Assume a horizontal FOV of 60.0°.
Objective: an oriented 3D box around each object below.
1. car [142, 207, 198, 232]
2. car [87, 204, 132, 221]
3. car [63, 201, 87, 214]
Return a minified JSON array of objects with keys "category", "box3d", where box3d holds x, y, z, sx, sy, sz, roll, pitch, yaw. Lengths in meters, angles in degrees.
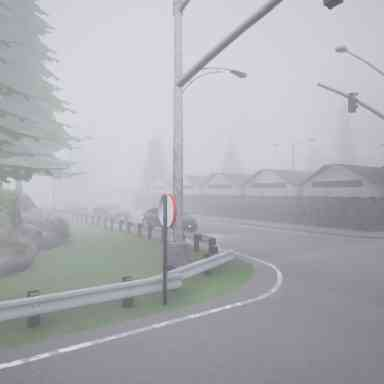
[{"category":"car","box3d":[-1.509,1.697,20.979,1.837,1.490,4.892,0,0,-35]},{"category":"car","box3d":[-7.115,1.739,29.028,2.033,1.411,5.357,0,0,-35]},{"category":"car","box3d":[-13.378,1.738,38.094,2.033,1.411,5.357,0,0,-33]}]
